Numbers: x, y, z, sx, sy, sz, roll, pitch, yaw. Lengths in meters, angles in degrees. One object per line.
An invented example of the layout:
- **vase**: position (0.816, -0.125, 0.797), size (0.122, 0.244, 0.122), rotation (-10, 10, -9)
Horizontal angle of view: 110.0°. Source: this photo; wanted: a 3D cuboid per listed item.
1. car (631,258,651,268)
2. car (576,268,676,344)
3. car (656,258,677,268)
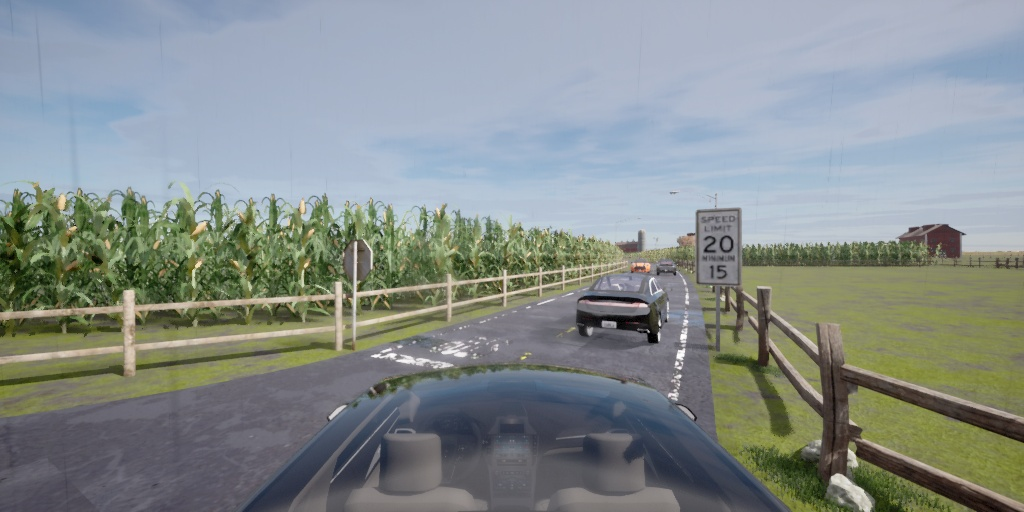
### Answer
- **car**: position (15.432, 1.099, 42.909), size (2.097, 1.767, 4.553), rotation (0, 0, 22)
- **car**: position (3.170, 1.244, 9.776), size (2.128, 1.511, 4.902), rotation (0, 0, 27)
- **car**: position (16.256, 1.244, 37.710), size (2.128, 1.511, 4.902), rotation (0, 0, 24)
